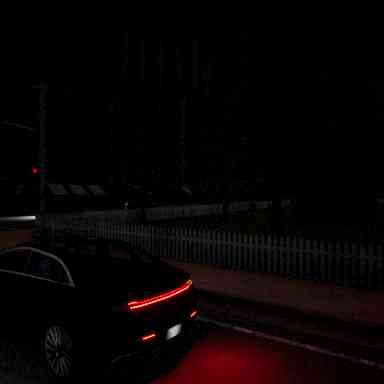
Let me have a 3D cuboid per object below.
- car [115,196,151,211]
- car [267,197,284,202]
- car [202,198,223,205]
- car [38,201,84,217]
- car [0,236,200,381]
[{"bbox_3d":[-7.035,1.353,39.931,2.097,1.767,4.553,0,0,34],"label":"car"},{"bbox_3d":[15.127,1.547,59.938,2.033,1.411,5.357,0,0,34],"label":"car"},{"bbox_3d":[3.603,1.601,55.595,1.895,1.301,4.718,0,0,34],"label":"car"},{"bbox_3d":[-12.451,1.564,31.904,1.994,1.385,4.181,0,0,34],"label":"car"},{"bbox_3d":[-2.185,1.491,5.497,4.902,1.511,2.128,0,0,36],"label":"car"}]
